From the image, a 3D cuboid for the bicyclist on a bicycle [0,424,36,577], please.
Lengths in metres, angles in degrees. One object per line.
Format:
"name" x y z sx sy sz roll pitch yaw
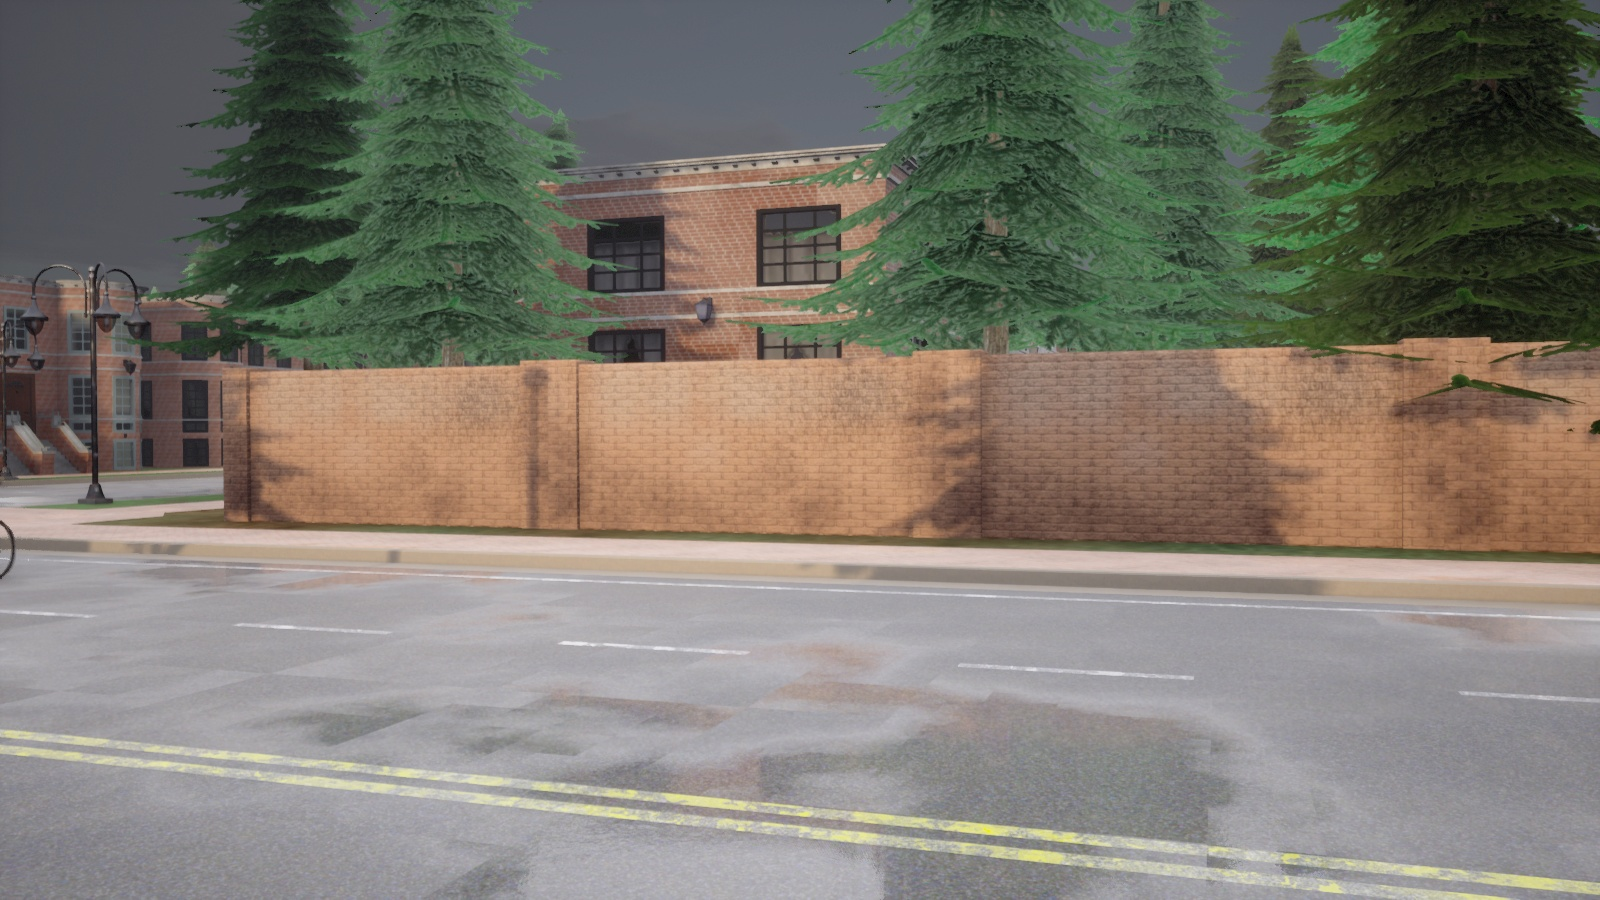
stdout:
"bicyclist on a bicycle" -9.219 0.532 13.679 1.656 1.620 0.582 0 1 19
